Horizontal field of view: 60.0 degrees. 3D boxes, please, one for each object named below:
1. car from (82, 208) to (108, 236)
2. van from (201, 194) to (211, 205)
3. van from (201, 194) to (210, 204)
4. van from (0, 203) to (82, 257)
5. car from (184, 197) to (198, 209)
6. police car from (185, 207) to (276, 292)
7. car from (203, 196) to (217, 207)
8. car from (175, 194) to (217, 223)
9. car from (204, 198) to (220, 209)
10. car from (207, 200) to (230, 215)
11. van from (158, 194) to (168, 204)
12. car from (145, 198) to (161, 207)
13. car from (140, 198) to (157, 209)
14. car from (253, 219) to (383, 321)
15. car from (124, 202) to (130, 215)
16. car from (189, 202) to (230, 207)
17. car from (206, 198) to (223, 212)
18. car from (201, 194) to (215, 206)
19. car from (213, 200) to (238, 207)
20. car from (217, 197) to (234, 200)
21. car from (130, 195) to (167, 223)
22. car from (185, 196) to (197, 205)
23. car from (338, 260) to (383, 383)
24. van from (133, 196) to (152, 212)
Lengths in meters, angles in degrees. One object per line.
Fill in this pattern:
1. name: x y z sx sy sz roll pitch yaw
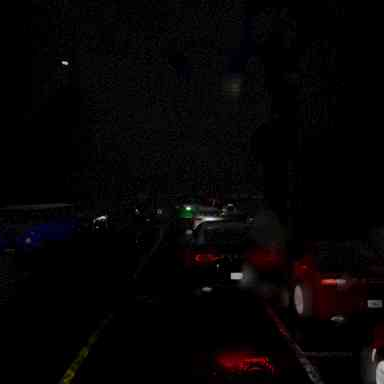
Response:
1. car: -5.799 1.552 18.089 2.008 1.369 4.403 0 0 0
2. van: 2.636 1.361 61.607 1.690 1.788 3.998 0 0 0
3. van: 2.625 1.364 67.044 1.690 1.788 3.998 0 0 0
4. van: -5.788 1.342 12.651 1.690 1.788 3.998 0 0 0
5. car: -0.083 1.488 46.886 1.882 1.535 5.008 0 0 0
6. police car: 0.872 1.427 9.041 1.930 1.638 5.238 0 0 0
7. car: 2.659 1.453 50.731 1.967 1.590 4.097 0 0 0
8. car: 0.288 1.224 25.181 2.150 2.045 5.566 0 0 11
9. car: 2.670 1.554 45.294 1.887 1.381 4.507 0 0 0
10. car: 2.693 1.556 34.418 2.008 1.369 4.403 0 0 0
11. van: -5.900 1.364 67.027 1.690 1.788 3.998 0 0 0
12. car: -5.866 1.578 50.714 1.947 1.339 4.313 0 0 0
13. car: -5.855 1.535 45.107 1.752 1.417 4.829 0 0 0
14. car: 2.748 1.545 7.231 1.887 1.381 4.507 0 0 0
15. car: -5.833 1.571 34.401 1.947 1.339 4.313 0 0 0
16. car: 0.863 1.528 18.932 1.812 1.442 4.674 0 0 0
17. car: 2.681 1.533 40.026 1.752 1.417 4.829 0 0 0
18. car: 2.647 1.331 56.169 2.192 1.841 5.009 0 0 0
19. car: 2.714 1.528 23.713 1.752 1.417 4.829 0 0 0
20. car: 2.703 1.319 28.981 2.192 1.841 5.009 0 0 0
21. car: -3.050 1.355 25.141 2.097 1.767 4.553 0 0 0
22. car: -0.123 1.510 60.702 2.128 1.511 4.902 0 0 0
23. car: 2.759 1.545 1.793 1.887 1.381 4.507 0 0 0
24. van: -5.844 1.348 39.839 1.690 1.788 3.998 0 0 0
